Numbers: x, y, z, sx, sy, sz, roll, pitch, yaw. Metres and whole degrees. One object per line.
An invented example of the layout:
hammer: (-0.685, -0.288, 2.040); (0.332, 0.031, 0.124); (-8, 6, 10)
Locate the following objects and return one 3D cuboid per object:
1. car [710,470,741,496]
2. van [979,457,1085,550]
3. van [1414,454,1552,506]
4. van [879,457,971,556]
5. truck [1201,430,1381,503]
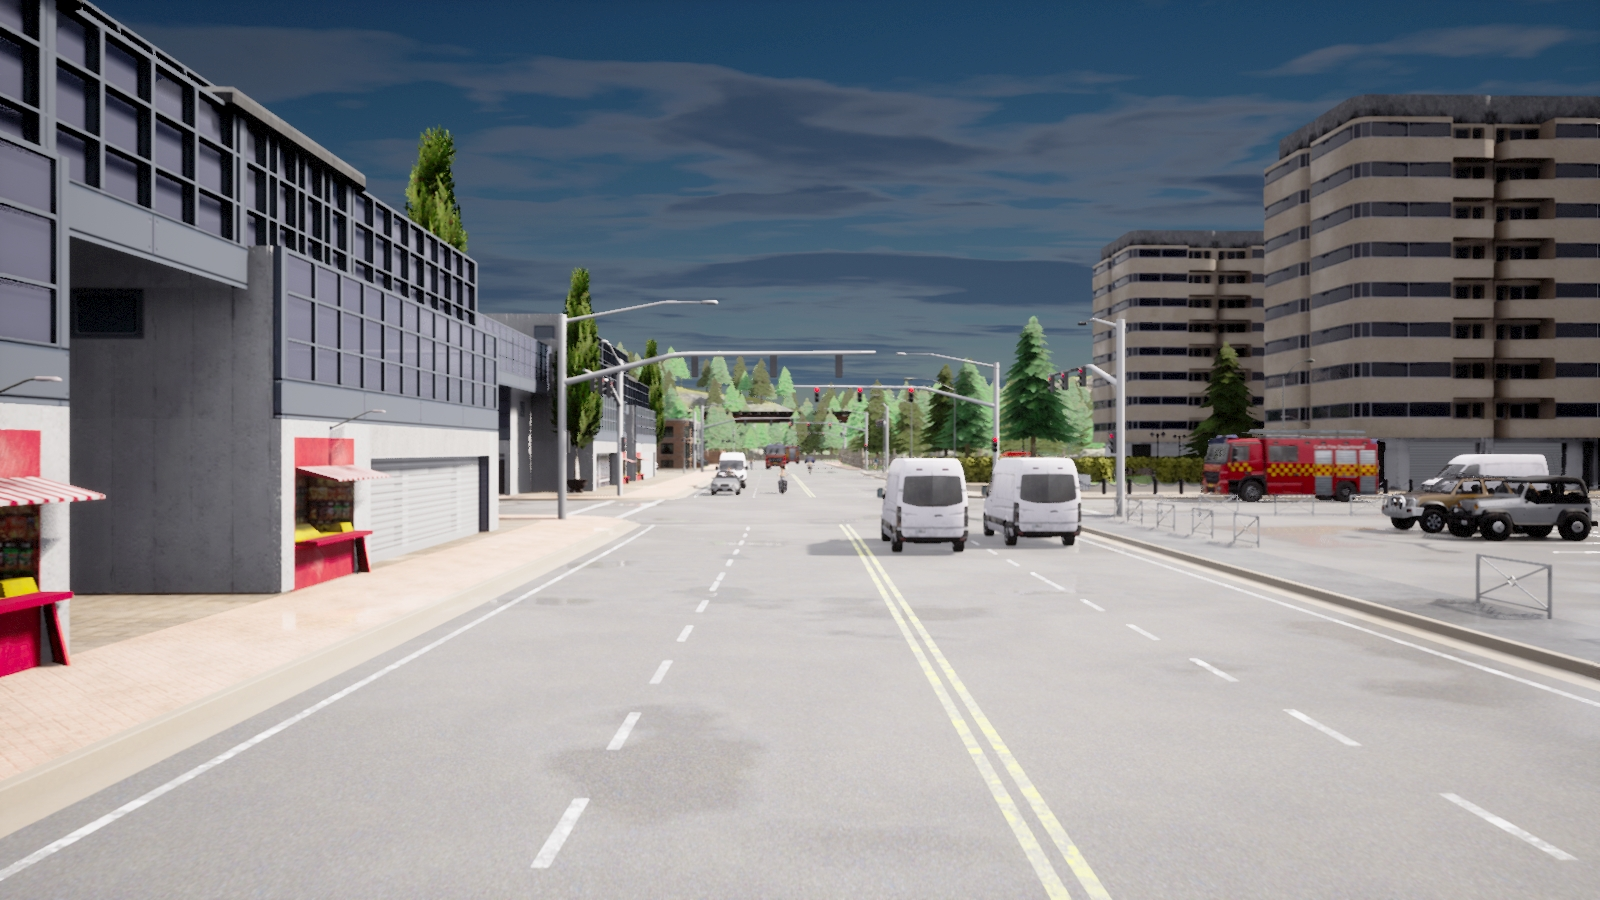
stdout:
car: (-4.549, 2.025, 70.201); (1.816, 1.474, 4.193); (0, 0, -2)
van: (6.977, 1.513, 35.033); (1.988, 2.561, 5.915); (0, 0, 0)
van: (34.651, 1.499, 58.056); (5.915, 2.561, 1.988); (0, 0, -2)
van: (3.493, 1.514, 32.992); (1.988, 2.561, 5.915); (0, 0, 0)
truck: (26.234, 0.854, 61.314); (8.468, 3.827, 2.891); (0, 0, -2)
